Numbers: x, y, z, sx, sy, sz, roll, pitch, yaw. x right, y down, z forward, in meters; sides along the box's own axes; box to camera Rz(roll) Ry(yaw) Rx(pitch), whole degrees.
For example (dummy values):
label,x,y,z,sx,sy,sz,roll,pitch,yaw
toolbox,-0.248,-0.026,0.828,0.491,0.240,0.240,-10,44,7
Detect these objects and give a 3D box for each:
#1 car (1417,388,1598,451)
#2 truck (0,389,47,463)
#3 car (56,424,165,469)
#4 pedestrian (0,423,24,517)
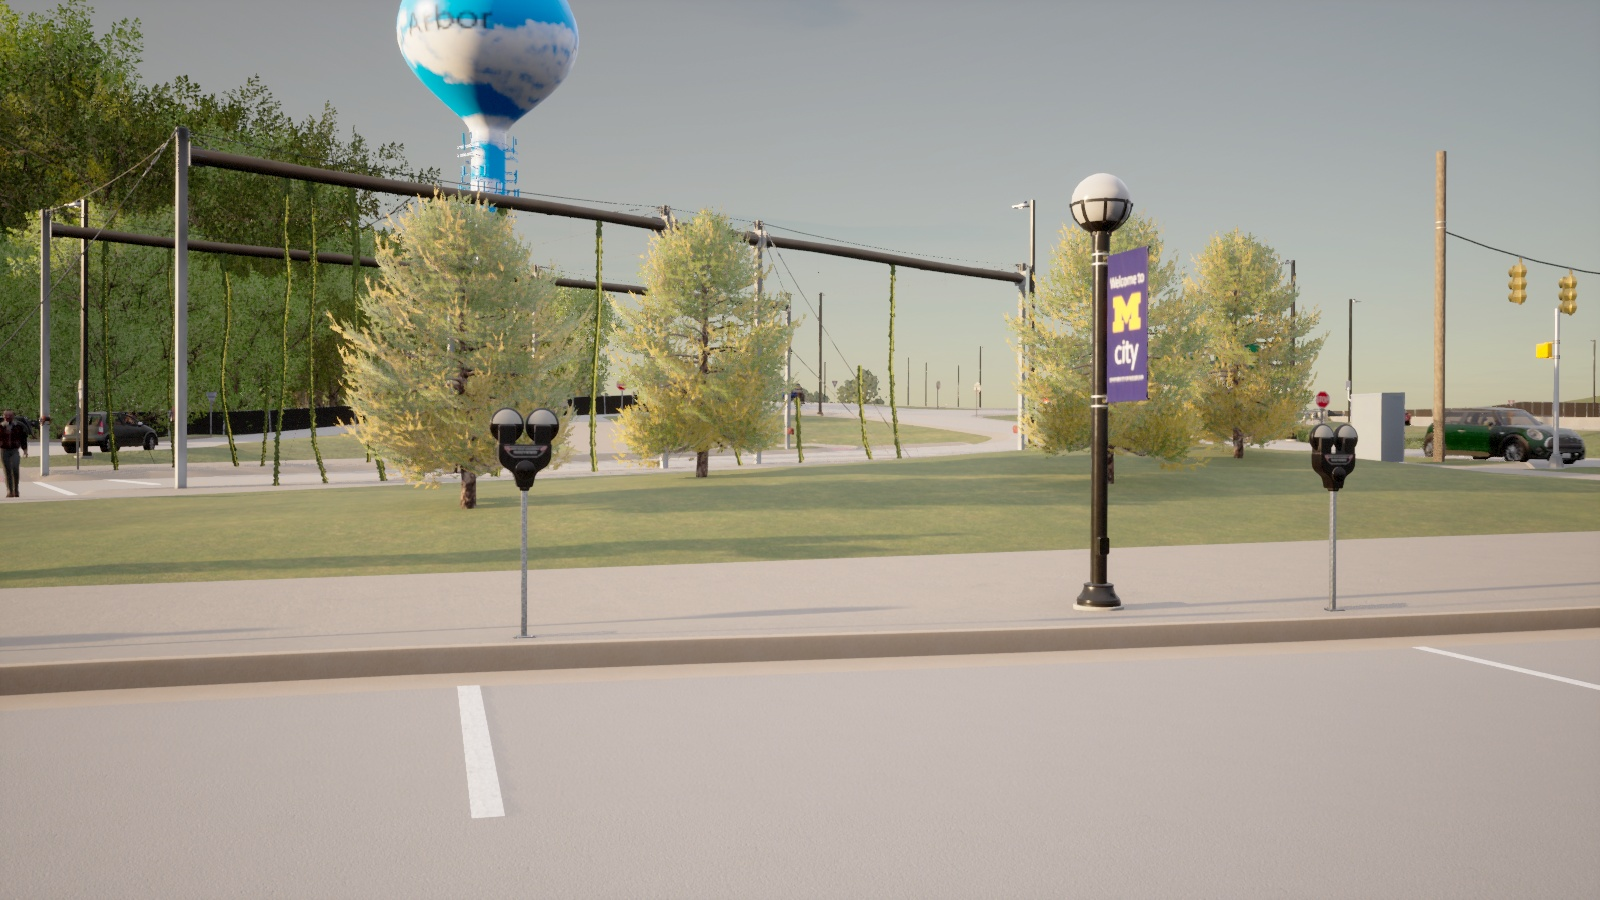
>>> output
label,x,y,z,sx,sy,sz,roll,pitch,yaw
car,21.239,-0.945,37.937,2.097,1.767,4.553,-1,2,-17
truck,-40.540,-1.092,59.778,7.936,3.462,2.891,-3,3,-31
car,-27.132,-0.161,49.540,1.851,1.617,3.988,-1,2,4
pedestrian,-15.902,0.394,25.330,0.376,1.854,0.720,-1,0,-31
